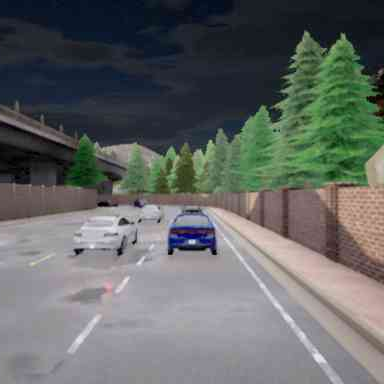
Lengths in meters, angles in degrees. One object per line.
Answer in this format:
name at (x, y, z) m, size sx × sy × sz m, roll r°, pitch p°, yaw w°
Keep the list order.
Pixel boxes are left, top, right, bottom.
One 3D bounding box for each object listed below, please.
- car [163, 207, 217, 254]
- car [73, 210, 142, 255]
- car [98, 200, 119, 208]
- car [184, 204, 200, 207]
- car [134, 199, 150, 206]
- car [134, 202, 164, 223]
car at (0.030, 1.632, 14.256) m, size 1.882 × 1.535 × 5.008 m, roll 0°, pitch 0°, yaw 0°
car at (-3.473, 1.676, 13.920) m, size 1.812 × 1.442 × 4.674 m, roll 0°, pitch 0°, yaw 1°
car at (-15.533, 2.226, 61.659) m, size 4.181 × 1.385 × 1.994 m, roll -1°, pitch -1°, yaw 36°
car at (0.018, 1.814, 28.531) m, size 1.837 × 1.490 × 4.892 m, roll 0°, pitch 0°, yaw 1°
car at (-8.656, 1.980, 58.523) m, size 2.097 × 1.767 × 4.553 m, roll 0°, pitch -1°, yaw -28°
car at (-3.480, 1.837, 28.925) m, size 1.812 × 1.442 × 4.674 m, roll 0°, pitch 0°, yaw 0°
